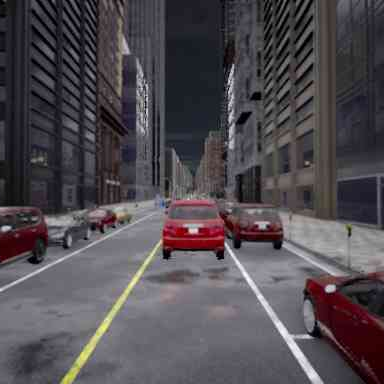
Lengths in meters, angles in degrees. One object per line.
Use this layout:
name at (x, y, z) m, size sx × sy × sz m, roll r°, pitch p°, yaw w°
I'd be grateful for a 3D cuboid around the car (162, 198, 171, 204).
car at (-5.850, 2.070, 76.772) m, size 1.752 × 1.417 × 4.829 m, roll 1°, pitch 0°, yaw 0°

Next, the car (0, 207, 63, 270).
car at (-5.848, 1.387, 9.449) m, size 2.192 × 1.841 × 5.009 m, roll 1°, pitch 0°, yaw 0°

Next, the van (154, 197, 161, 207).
van at (-5.848, 1.768, 60.070) m, size 1.690 × 1.788 × 3.998 m, roll 1°, pitch 0°, yaw 0°

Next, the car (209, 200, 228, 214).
car at (3.145, 1.790, 40.057) m, size 1.837 × 1.490 × 4.892 m, roll 0°, pitch 0°, yaw 0°

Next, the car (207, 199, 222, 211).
car at (3.145, 1.839, 47.057) m, size 1.837 × 1.490 × 4.892 m, roll 0°, pitch 0°, yaw 0°

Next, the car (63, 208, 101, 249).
car at (-5.850, 1.663, 15.072) m, size 2.008 × 1.369 × 4.403 m, roll 1°, pitch 0°, yaw 0°

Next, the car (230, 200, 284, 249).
car at (2.678, 1.426, 15.069) m, size 2.192 × 1.841 × 5.009 m, roll 1°, pitch 0°, yaw 0°

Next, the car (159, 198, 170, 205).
car at (-5.850, 2.072, 71.316) m, size 1.947 × 1.339 × 4.313 m, roll 1°, pitch 0°, yaw 0°

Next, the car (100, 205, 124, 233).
car at (-5.850, 1.697, 20.696) m, size 1.887 × 1.381 × 4.507 m, roll 1°, pitch 0°, yaw 0°

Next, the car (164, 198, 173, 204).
car at (-5.850, 2.136, 82.566) m, size 2.008 × 1.369 × 4.403 m, roll 1°, pitch 0°, yaw 0°

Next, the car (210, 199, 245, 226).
car at (2.678, 1.506, 26.318) m, size 2.192 × 1.841 × 5.009 m, roll 1°, pitch 0°, yaw 0°

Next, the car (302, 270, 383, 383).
car at (2.676, 1.574, 3.819) m, size 1.887 × 1.381 × 4.507 m, roll 1°, pitch 0°, yaw 0°

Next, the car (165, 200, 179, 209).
car at (-3.076, 1.936, 52.242) m, size 1.994 × 1.385 × 4.181 m, roll 0°, pitch 0°, yaw 0°

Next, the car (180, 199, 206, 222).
car at (0.069, 1.561, 29.040) m, size 2.097 × 1.767 × 4.553 m, roll 0°, pitch -1°, yaw 0°

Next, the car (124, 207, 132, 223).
car at (-5.850, 1.716, 26.151) m, size 1.752 × 1.417 × 4.829 m, roll 1°, pitch 0°, yaw 0°

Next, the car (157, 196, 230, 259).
car at (0.064, 1.322, 13.226) m, size 2.150 × 2.045 × 5.566 m, roll 0°, pitch 0°, yaw 0°
